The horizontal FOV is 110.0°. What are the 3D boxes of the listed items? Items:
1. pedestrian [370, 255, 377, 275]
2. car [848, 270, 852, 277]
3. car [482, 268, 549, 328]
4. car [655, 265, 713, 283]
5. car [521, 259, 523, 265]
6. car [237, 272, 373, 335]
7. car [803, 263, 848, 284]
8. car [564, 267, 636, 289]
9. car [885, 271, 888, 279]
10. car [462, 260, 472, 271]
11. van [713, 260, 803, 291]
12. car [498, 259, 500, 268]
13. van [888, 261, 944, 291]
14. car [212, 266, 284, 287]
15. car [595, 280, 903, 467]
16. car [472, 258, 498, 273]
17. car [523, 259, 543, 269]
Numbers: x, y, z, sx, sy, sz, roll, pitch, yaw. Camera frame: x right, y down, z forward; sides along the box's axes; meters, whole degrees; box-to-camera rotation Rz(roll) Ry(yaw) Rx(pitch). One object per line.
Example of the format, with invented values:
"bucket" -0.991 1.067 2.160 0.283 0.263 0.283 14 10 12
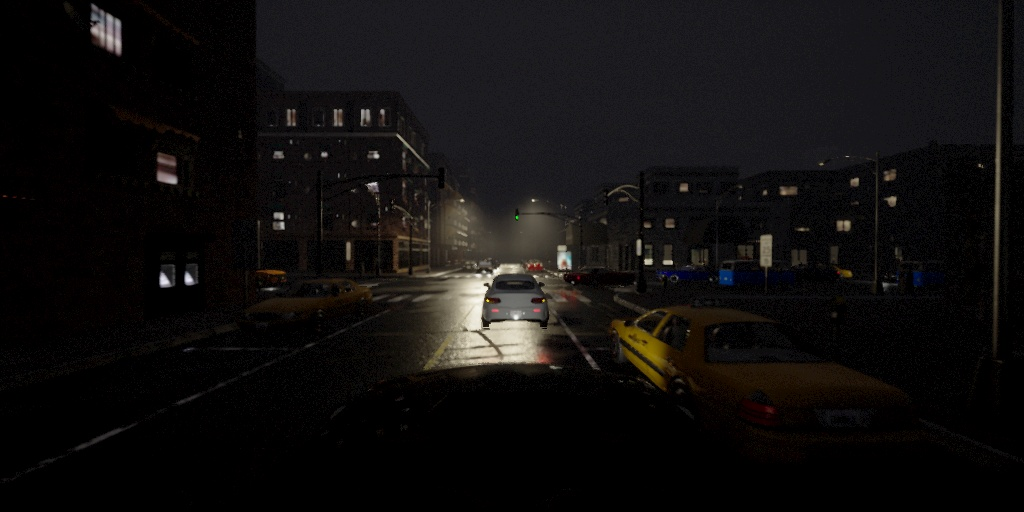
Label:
"pedestrian" -12.635 0.794 32.615 0.375 1.860 0.375 0 0 0
"car" 25.480 1.288 29.968 4.829 1.417 1.751 0 0 0
"car" 0.057 1.267 11.239 1.812 1.442 4.674 0 0 -1
"car" 13.486 1.352 27.284 4.718 1.301 1.895 0 0 -1
"car" 2.682 1.307 54.599 1.802 1.307 4.207 0 0 0
"car" -5.693 1.267 10.567 1.751 1.417 4.829 0 0 0
"car" 22.405 1.338 27.348 4.181 1.385 1.994 0 0 0
"car" 5.845 1.364 23.528 4.718 1.301 1.895 0 0 -27
"car" 31.507 1.305 27.412 4.892 1.490 1.837 0 0 0
"car" -5.698 1.275 48.888 2.007 1.370 4.403 0 0 0
"van" 14.653 1.141 21.506 3.998 1.789 1.690 0 0 0
"car" -3.087 1.250 52.162 1.812 1.442 4.674 0 0 0
"van" 25.696 1.171 21.590 3.998 1.789 1.690 0 0 0
"car" -17.753 1.191 23.843 5.008 1.535 1.882 0 0 0
"car" 2.690 1.272 5.207 1.751 1.417 4.829 0 0 0
"car" -3.105 1.272 42.238 2.033 1.411 5.357 0 0 0
"car" 2.684 1.164 43.205 1.967 1.591 4.097 0 0 0
